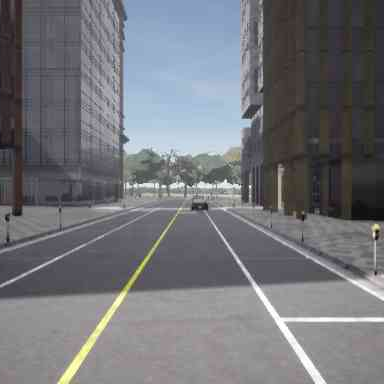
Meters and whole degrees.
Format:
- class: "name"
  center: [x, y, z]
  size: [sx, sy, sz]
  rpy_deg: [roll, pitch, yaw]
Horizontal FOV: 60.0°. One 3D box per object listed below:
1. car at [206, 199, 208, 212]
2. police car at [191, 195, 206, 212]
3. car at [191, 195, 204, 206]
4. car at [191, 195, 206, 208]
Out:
- class: "car"
  center: [2.762, 1.536, 35.449]
  size: [1.887, 1.381, 4.507]
  rpy_deg: [0, 0, 0]
- class: "police car"
  center: [0.900, 1.446, 39.268]
  size: [1.930, 1.638, 5.238]
  rpy_deg: [0, 0, 0]
- class: "car"
  center: [0.897, 1.398, 55.126]
  size: [2.097, 1.767, 4.553]
  rpy_deg: [0, 0, 0]
- class: "car"
  center: [0.897, 1.381, 49.127]
  size: [2.097, 1.767, 4.553]
  rpy_deg: [0, 0, 0]
